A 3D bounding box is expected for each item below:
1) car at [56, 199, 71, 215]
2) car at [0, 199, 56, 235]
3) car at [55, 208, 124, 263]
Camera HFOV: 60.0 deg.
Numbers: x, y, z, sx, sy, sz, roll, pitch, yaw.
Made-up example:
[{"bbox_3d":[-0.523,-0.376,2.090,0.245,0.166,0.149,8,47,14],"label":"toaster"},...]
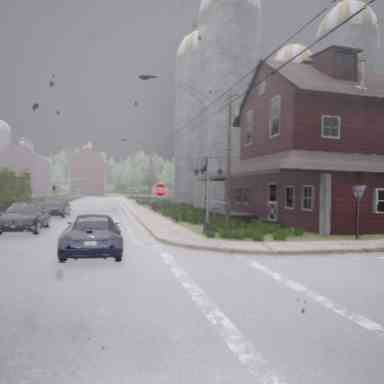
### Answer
[{"bbox_3d":[-10.915,1.286,26.850,2.033,1.411,5.357,1,0,-13],"label":"car"},{"bbox_3d":[-8.631,1.301,17.328,1.837,1.490,4.892,1,0,-14],"label":"car"},{"bbox_3d":[-3.450,1.473,11.697,1.994,1.385,4.181,1,0,-14],"label":"car"}]
